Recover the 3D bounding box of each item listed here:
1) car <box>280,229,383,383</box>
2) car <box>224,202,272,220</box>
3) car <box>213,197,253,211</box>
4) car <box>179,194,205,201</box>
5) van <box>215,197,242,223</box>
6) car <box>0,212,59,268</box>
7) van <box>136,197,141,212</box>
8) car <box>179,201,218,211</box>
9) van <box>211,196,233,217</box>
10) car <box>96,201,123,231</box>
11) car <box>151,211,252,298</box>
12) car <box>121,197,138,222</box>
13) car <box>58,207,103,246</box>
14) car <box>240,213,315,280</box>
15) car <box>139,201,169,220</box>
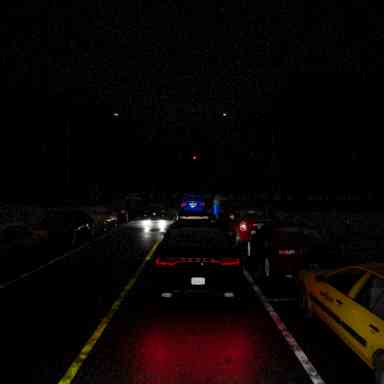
[{"bbox_3d":[2.759,1.525,4.512,1.752,1.417,4.829,0,0,0],"label":"car"},{"bbox_3d":[2.757,1.441,15.217,1.967,1.590,4.097,0,0,0],"label":"car"},{"bbox_3d":[2.756,1.317,20.655,2.192,1.841,5.009,0,0,0],"label":"car"},{"bbox_3d":[0.018,1.226,29.369,2.150,2.045,5.566,0,0,-2],"label":"car"},{"bbox_3d":[2.755,1.345,26.092,1.690,1.788,3.998,0,0,0],"label":"van"},{"bbox_3d":[-5.767,1.526,9.608,1.752,1.417,4.829,0,0,0],"label":"car"},{"bbox_3d":[-5.771,1.346,31.528,1.690,1.788,3.998,0,0,0],"label":"van"},{"bbox_3d":[0.093,1.493,19.001,2.128,1.511,4.902,0,0,0],"label":"car"},{"bbox_3d":[2.754,1.346,31.530,1.690,1.788,3.998,0,0,0],"label":"van"},{"bbox_3d":[-5.769,1.527,20.483,1.752,1.417,4.829,0,0,0],"label":"car"},{"bbox_3d":[0.093,1.478,8.558,1.882,1.535,5.008,0,0,0],"label":"car"},{"bbox_3d":[-5.770,1.444,26.090,1.967,1.590,4.097,0,0,0],"label":"car"},{"bbox_3d":[-5.768,1.567,15.215,1.947,1.339,4.313,0,0,0],"label":"car"},{"bbox_3d":[2.758,1.545,9.779,1.887,1.381,4.507,0,0,0],"label":"car"},{"bbox_3d":[-3.011,1.570,28.440,1.994,1.385,4.181,0,0,0],"label":"car"}]
